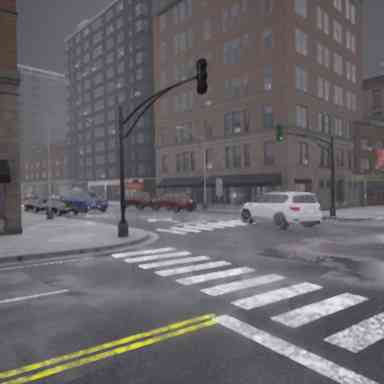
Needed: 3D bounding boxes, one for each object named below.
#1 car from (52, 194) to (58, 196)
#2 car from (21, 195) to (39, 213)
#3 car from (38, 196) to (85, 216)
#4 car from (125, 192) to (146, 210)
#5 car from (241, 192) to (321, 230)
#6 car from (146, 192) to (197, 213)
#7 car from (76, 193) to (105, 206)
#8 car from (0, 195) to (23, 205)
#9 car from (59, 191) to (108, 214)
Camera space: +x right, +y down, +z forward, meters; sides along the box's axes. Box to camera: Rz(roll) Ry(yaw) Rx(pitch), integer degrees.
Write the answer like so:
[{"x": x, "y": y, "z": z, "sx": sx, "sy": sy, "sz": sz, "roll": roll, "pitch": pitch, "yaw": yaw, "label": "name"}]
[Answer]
[{"x": -20.946, "y": 1.036, "z": 51.442, "sx": 1.802, "sy": 1.307, "sz": 4.206, "roll": -1, "pitch": 1, "yaw": -44, "label": "car"}, {"x": -15.533, "y": 1.322, "z": 33.648, "sx": 1.947, "sy": 1.339, "sz": 4.313, "roll": -1, "pitch": 1, "yaw": -44, "label": "car"}, {"x": -11.694, "y": 1.358, "z": 29.700, "sx": 1.947, "sy": 1.339, "sz": 4.313, "roll": -1, "pitch": 1, "yaw": -44, "label": "car"}, {"x": -5.588, "y": 0.917, "z": 35.643, "sx": 2.192, "sy": 1.841, "sz": 5.009, "roll": -1, "pitch": 1, "yaw": -44, "label": "car"}, {"x": 5.101, "y": 1.015, "z": 19.864, "sx": 2.150, "sy": 2.045, "sz": 5.566, "roll": 0, "pitch": 1, "yaw": -24, "label": "car"}, {"x": -1.749, "y": 0.952, "z": 31.695, "sx": 2.192, "sy": 1.841, "sz": 5.009, "roll": -1, "pitch": 1, "yaw": -44, "label": "car"}, {"x": -13.267, "y": 0.970, "z": 43.542, "sx": 1.967, "sy": 1.590, "sz": 4.097, "roll": -1, "pitch": 1, "yaw": -44, "label": "car"}, {"x": -26.941, "y": 1.163, "z": 49.448, "sx": 1.895, "sy": 1.301, "sz": 4.718, "roll": -2, "pitch": 2, "yaw": -44, "label": "car"}, {"x": -10.382, "y": 0.946, "z": 32.287, "sx": 2.150, "sy": 2.045, "sz": 5.566, "roll": -2, "pitch": 2, "yaw": -44, "label": "car"}]
